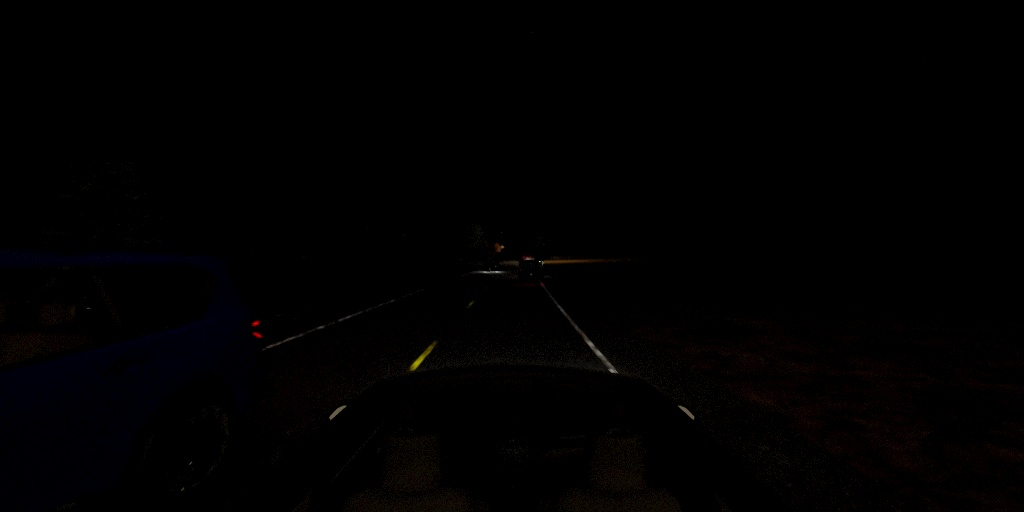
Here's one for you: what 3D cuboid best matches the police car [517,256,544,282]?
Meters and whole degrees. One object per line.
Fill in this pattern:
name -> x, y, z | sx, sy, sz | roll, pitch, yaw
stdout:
police car -> 1.424, 1.072, 27.692 | 1.930, 1.638, 5.238 | 0, 0, 2

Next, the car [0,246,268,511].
car -> -3.591, 0.963, 1.366 | 2.150, 2.045, 5.566 | 0, 0, 0

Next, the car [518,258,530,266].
car -> 2.158, 1.096, 62.913 | 1.895, 1.301, 4.718 | 0, 0, 4

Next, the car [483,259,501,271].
car -> -2.478, 1.110, 44.933 | 2.033, 1.411, 5.357 | 0, 0, 3
